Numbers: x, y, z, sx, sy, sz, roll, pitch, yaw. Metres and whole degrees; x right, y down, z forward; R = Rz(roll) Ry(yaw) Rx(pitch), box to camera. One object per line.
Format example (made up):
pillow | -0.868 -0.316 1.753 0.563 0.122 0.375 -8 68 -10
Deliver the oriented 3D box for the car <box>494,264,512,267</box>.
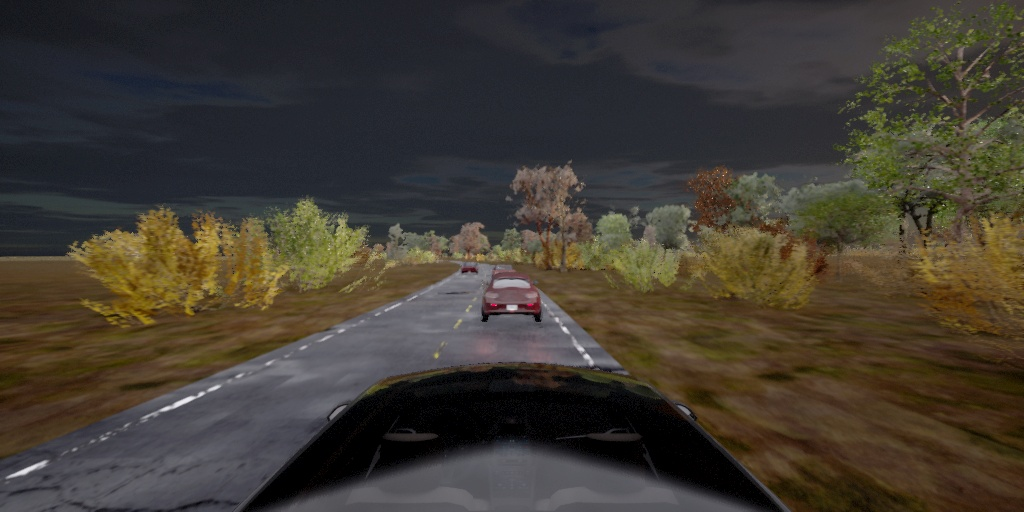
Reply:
car | -0.743 1.362 30.123 1.895 1.301 4.718 0 0 -3

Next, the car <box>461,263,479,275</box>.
car | -4.524 1.370 38.876 1.895 1.301 4.718 0 0 -4

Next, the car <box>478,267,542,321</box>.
car | -0.046 1.279 12.341 1.812 1.442 4.674 0 0 -1
